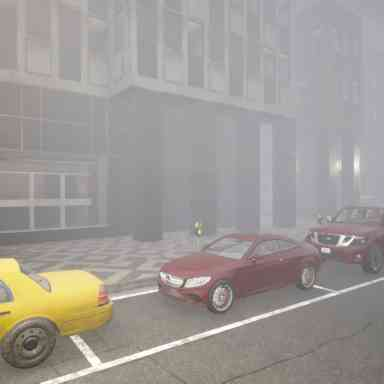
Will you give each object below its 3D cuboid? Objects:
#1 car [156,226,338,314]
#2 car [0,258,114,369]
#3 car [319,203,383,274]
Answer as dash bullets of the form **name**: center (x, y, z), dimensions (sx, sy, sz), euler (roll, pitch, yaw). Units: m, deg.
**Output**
- **car**: center (1.227, 1.582, 7.521), dimensions (4.206, 1.307, 1.802), euler (0, 0, -35)
- **car**: center (-3.475, 1.525, 4.174), dimensions (4.829, 1.417, 1.752), euler (0, 0, -35)
- **car**: center (5.790, 1.315, 10.772), dimensions (5.009, 1.841, 2.192), euler (0, 0, -35)
